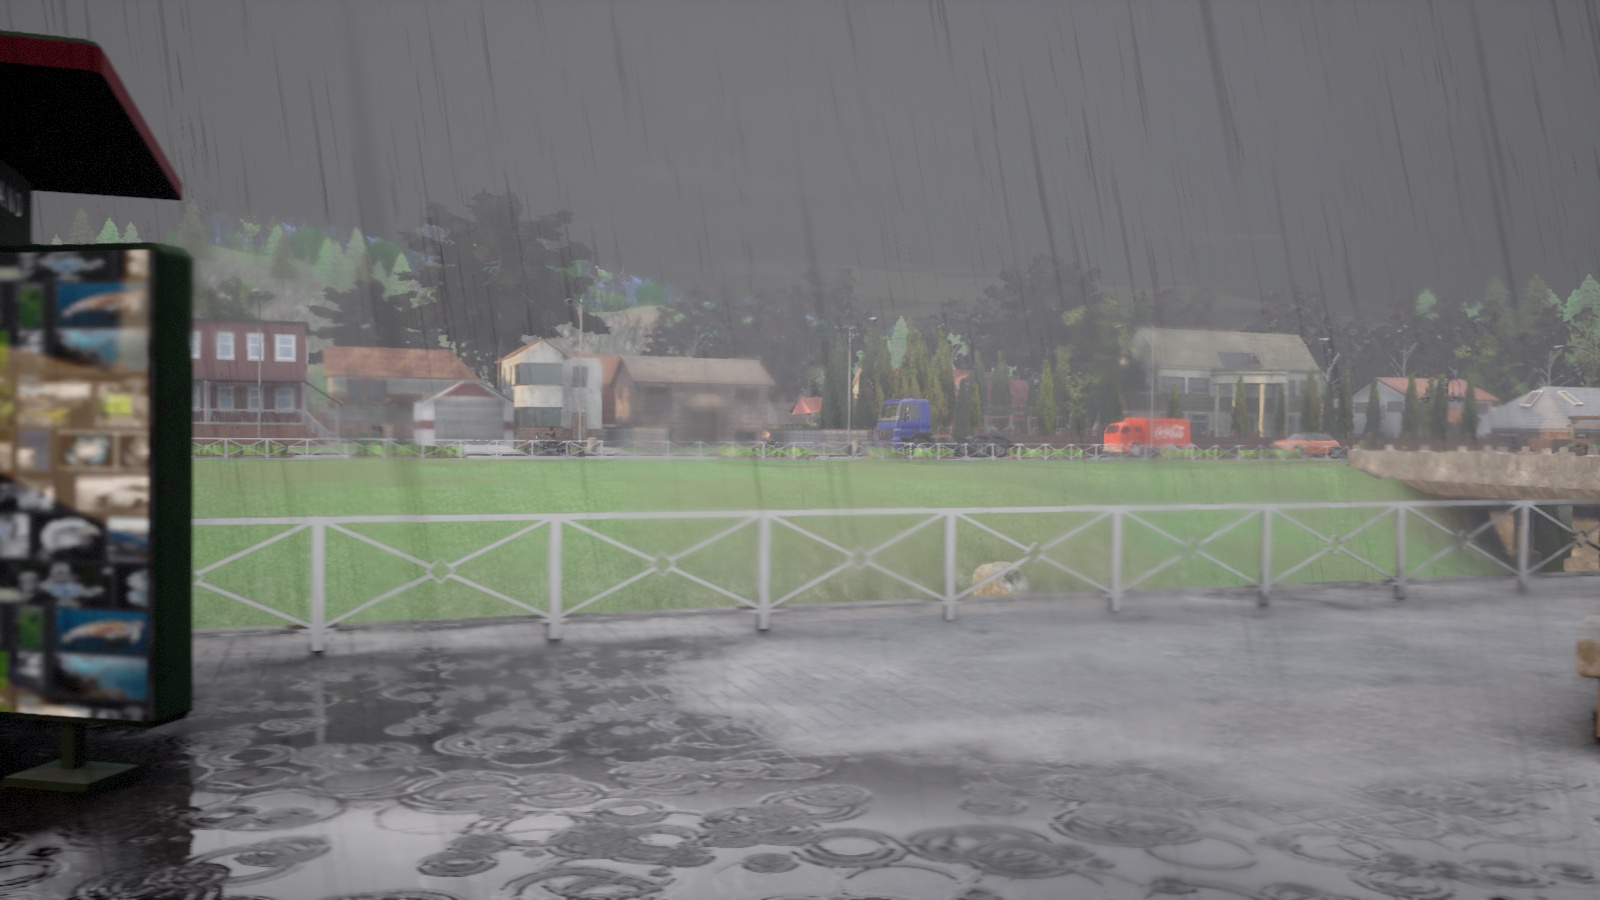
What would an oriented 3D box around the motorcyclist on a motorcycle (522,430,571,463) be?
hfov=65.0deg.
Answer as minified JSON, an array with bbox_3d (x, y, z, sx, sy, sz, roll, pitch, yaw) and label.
[{"bbox_3d":[-13.066,-0.165,64.806,2.350,1.649,0.766,-1,1,-21],"label":"motorcyclist on a motorcycle"}]

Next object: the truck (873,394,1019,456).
[{"bbox_3d":[8.496,-1.463,72.976,7.936,3.462,2.891,-1,1,-21],"label":"truck"}]

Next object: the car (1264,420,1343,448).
[{"bbox_3d":[33.002,-1.039,82.284,4.553,1.767,2.097,-1,1,-21],"label":"car"}]

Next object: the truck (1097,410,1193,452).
[{"bbox_3d":[21.375,-1.186,77.868,5.204,2.467,2.627,-1,1,-21],"label":"truck"}]
